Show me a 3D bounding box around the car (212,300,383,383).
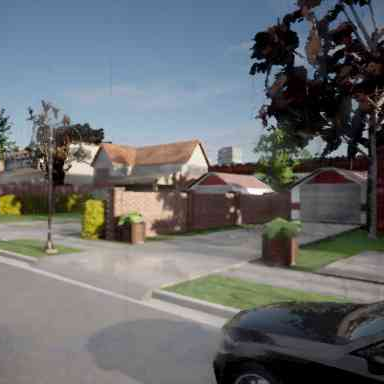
[{"bbox_3d":[2.372,1.596,2.827,4.674,1.442,1.812,0,-1,38],"label":"car"}]
